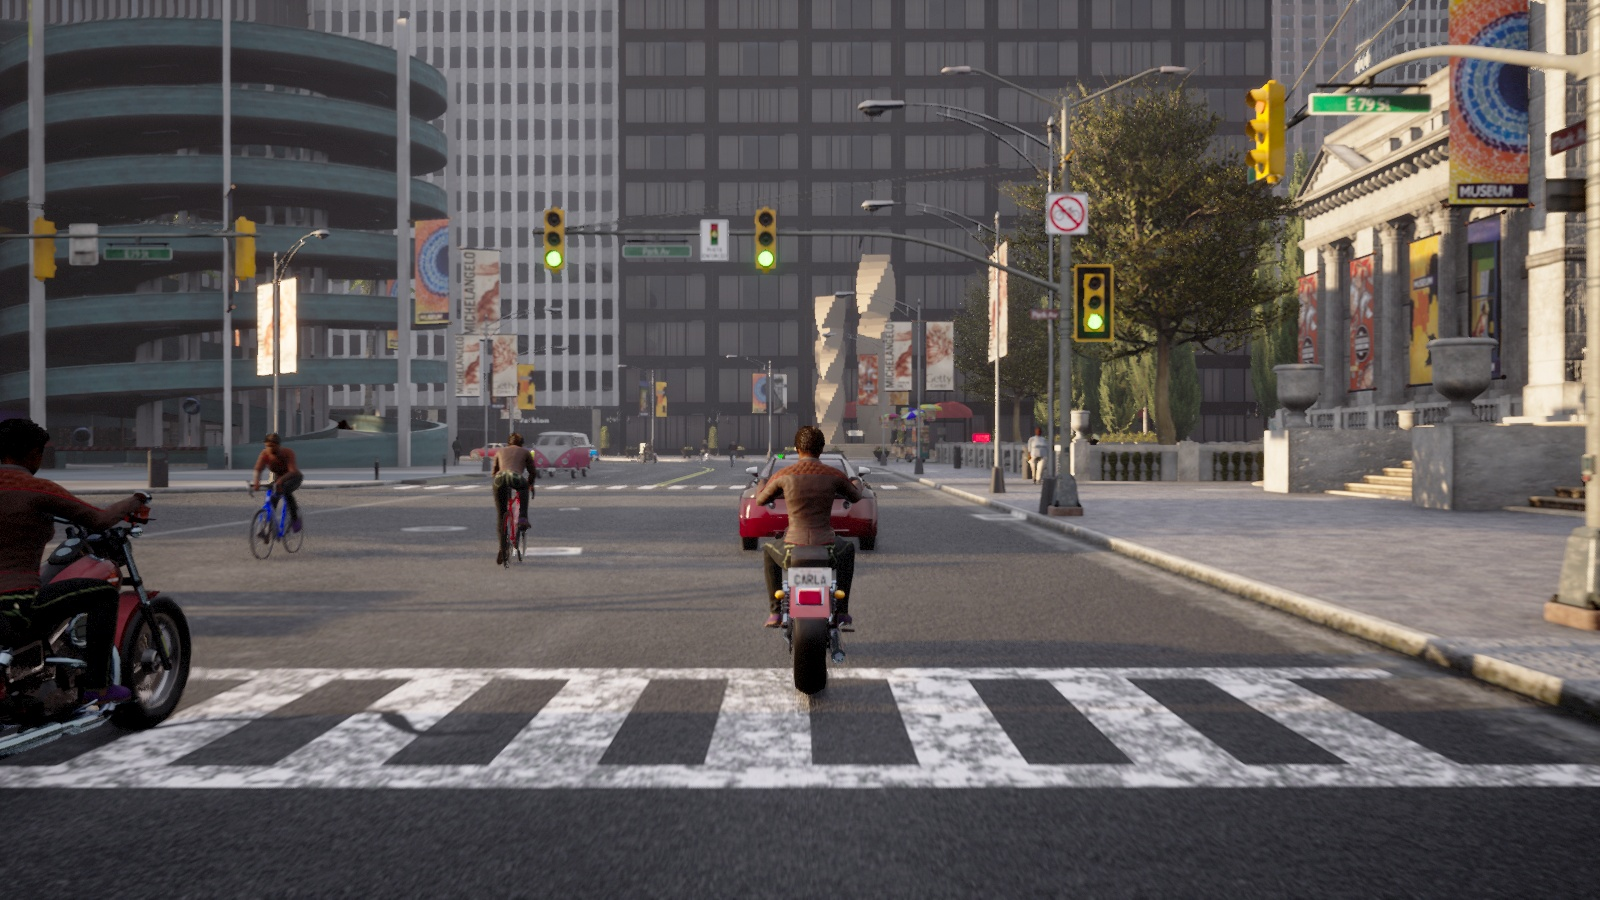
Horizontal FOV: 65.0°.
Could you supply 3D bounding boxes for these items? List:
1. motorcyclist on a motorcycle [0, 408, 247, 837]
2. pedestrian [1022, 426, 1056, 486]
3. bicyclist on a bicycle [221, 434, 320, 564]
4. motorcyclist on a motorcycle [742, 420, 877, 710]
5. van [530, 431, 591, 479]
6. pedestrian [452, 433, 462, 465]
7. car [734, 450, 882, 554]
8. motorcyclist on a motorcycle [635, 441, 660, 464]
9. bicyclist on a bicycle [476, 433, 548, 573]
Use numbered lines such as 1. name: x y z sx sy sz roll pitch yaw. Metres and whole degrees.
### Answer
1. motorcyclist on a motorcycle: -3.452 0.662 5.774 0.766 1.649 2.350 0 0 0
2. pedestrian: 7.427 0.189 39.079 0.874 1.855 0.900 0 0 1
3. bicyclist on a bicycle: -6.891 0.601 16.416 0.582 1.620 1.656 0 1 0
4. motorcyclist on a motorcycle: 0.063 0.650 8.307 0.766 1.649 2.350 0 0 0
5. van: -10.183 0.188 53.721 1.775 1.987 4.442 0 0 0
6. pedestrian: -21.007 -0.047 76.852 0.423 1.949 0.788 0 0 -4
7. car: 0.124 0.703 19.027 1.994 1.385 4.181 0 0 0
8. motorcyclist on a motorcycle: -11.165 0.171 91.708 0.766 1.649 2.350 -1 0 -35
9. bicyclist on a bicycle: -3.513 0.610 15.417 0.582 1.620 1.656 0 0 -3
